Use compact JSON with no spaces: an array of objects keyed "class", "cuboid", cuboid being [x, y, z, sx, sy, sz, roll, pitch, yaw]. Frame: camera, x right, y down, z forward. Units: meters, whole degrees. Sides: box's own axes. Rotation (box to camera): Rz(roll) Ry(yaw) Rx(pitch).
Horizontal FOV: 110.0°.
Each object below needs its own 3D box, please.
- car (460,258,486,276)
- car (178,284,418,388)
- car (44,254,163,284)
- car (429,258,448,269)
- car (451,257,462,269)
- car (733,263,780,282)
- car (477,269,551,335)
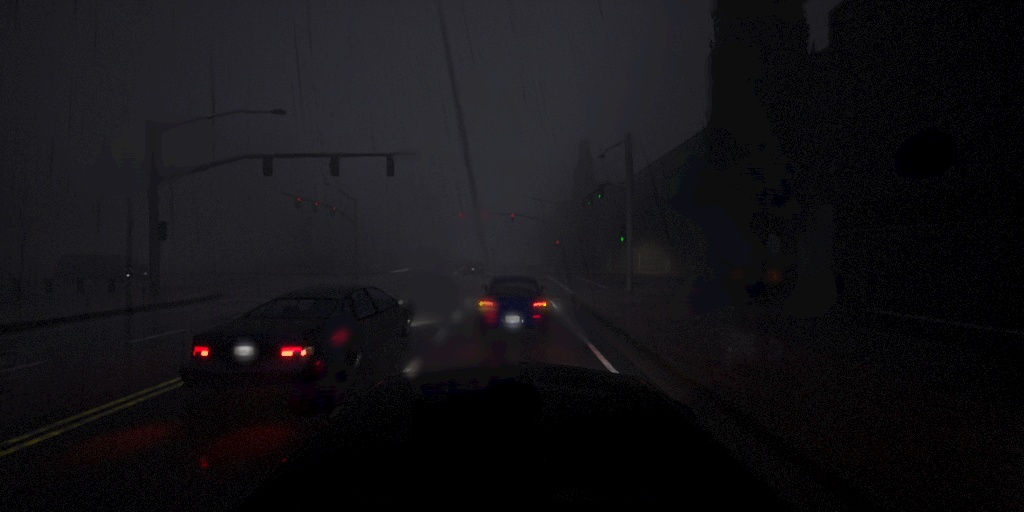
[{"class":"car","cuboid":[-3.666,1.201,35.713,1.994,1.385,4.181,0,0,0]},{"class":"car","cuboid":[-3.449,1.279,7.158,2.033,1.411,5.357,0,0,0]},{"class":"car","cuboid":[-28.719,0.892,25.373,5.566,2.045,2.150,0,0,0]},{"class":"car","cuboid":[-10.705,1.058,52.610,1.882,1.535,5.008,0,0,2]},{"class":"car","cuboid":[-7.205,1.072,52.653,2.128,1.511,4.902,0,0,2]},{"class":"car","cuboid":[16.851,1.158,22.813,5.008,1.535,1.882,0,0,1]},{"class":"car","cuboid":[0.058,1.247,10.259,1.812,1.442,4.674,0,0,0]}]
